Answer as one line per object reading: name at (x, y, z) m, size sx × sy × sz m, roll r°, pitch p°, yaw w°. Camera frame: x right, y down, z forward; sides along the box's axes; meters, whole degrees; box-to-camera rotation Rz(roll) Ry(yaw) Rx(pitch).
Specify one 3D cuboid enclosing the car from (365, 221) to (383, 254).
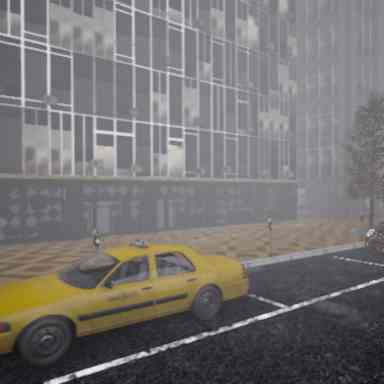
car at (8.243, 1.473, 12.448) m, size 4.097 × 1.590 × 1.967 m, roll 0°, pitch -1°, yaw -35°

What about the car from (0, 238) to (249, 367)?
car at (-1.150, 1.531, 5.748) m, size 4.829 × 1.417 × 1.752 m, roll 0°, pitch -1°, yaw -35°
